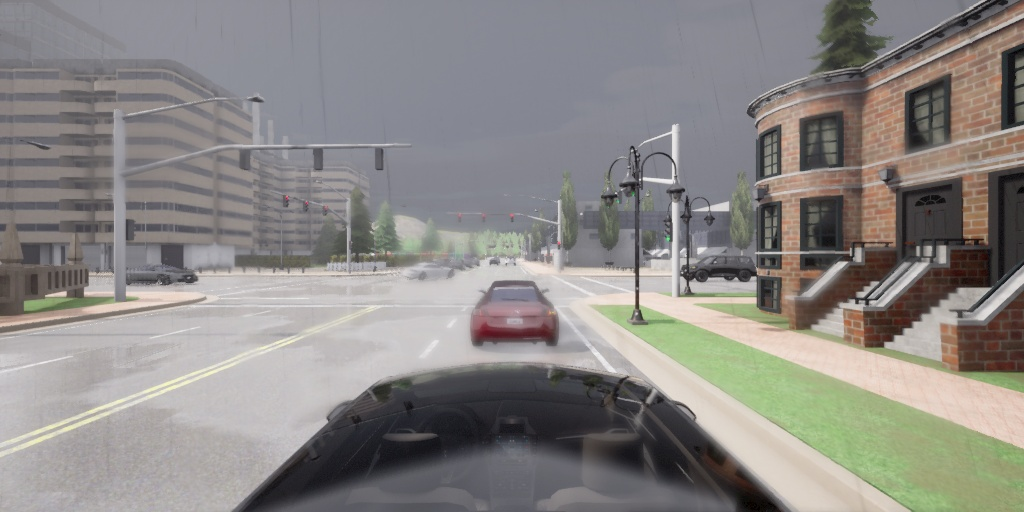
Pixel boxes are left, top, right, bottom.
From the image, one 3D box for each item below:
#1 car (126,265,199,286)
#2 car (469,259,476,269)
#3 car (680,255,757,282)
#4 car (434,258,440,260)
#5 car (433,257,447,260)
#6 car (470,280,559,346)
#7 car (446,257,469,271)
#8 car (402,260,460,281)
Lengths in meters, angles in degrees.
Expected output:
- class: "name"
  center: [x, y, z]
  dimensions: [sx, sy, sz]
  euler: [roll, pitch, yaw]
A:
- class: "car"
  center: [-24.174, 1.314, 24.592]
  dimensions: [4.181, 1.385, 1.994]
  euler: [0, 0, 0]
- class: "car"
  center: [-7.304, 1.256, 57.710]
  dimensions: [1.837, 1.490, 4.892]
  euler: [0, 0, 0]
- class: "car"
  center: [16.085, 0.971, 28.106]
  dimensions: [5.566, 2.045, 2.150]
  euler: [0, 0, -1]
- class: "car"
  center: [-10.766, 1.314, 45.074]
  dimensions: [1.994, 1.385, 4.181]
  euler: [0, 0, 0]
- class: "car"
  center: [-10.798, 1.255, 54.027]
  dimensions: [1.837, 1.490, 4.892]
  euler: [0, 0, 0]
- class: "car"
  center: [0.056, 1.314, 9.396]
  dimensions: [1.994, 1.385, 4.181]
  euler: [0, 0, 0]
- class: "car"
  center: [-7.272, 1.255, 48.128]
  dimensions: [1.837, 1.490, 4.892]
  euler: [0, 0, 0]
- class: "car"
  center: [-6.907, 1.275, 29.970]
  dimensions: [1.812, 1.442, 4.674]
  euler: [1, 1, 40]
